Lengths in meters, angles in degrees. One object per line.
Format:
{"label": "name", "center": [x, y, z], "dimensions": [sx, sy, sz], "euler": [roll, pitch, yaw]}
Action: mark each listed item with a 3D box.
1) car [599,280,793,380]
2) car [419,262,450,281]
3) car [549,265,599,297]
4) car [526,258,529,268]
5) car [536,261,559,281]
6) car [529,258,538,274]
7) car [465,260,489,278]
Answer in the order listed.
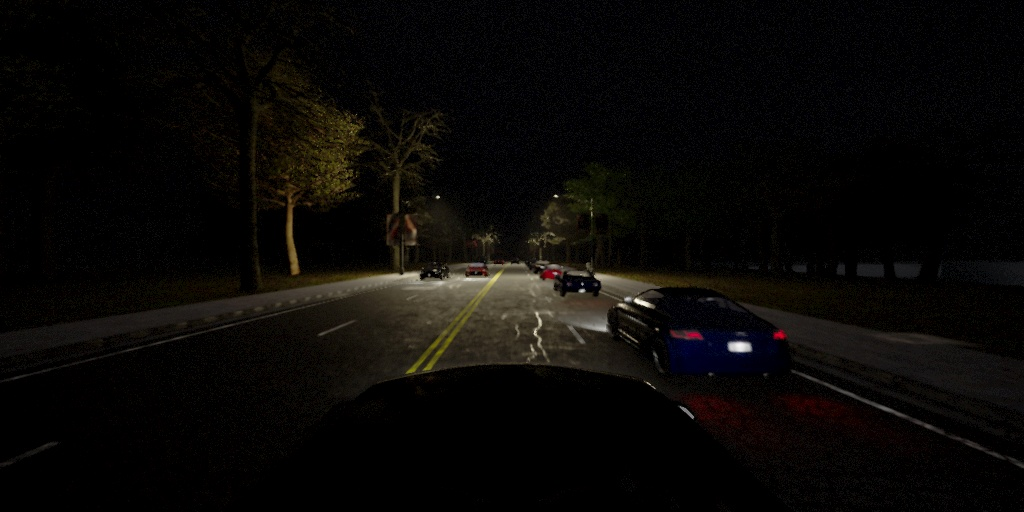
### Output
{"label": "car", "center": [3.364, 1.314, 7.318], "dimensions": [1.994, 1.385, 4.181], "euler": [0, 0, 0]}
{"label": "car", "center": [-6.496, 1.263, 30.598], "dimensions": [1.837, 1.490, 4.892], "euler": [0, 0, 0]}
{"label": "car", "center": [3.287, 1.353, 19.030], "dimensions": [1.895, 1.301, 4.718], "euler": [0, 0, 0]}
{"label": "car", "center": [3.516, 1.338, 51.969], "dimensions": [1.994, 1.385, 4.181], "euler": [0, 0, 1]}
{"label": "car", "center": [3.341, 1.322, 29.990], "dimensions": [1.994, 1.385, 4.181], "euler": [0, 0, 0]}
{"label": "car", "center": [3.417, 1.269, 41.010], "dimensions": [2.163, 1.488, 4.792], "euler": [0, 0, 0]}
{"label": "car", "center": [-3.220, 1.324, 34.036], "dimensions": [1.994, 1.385, 4.181], "euler": [0, 0, 1]}
